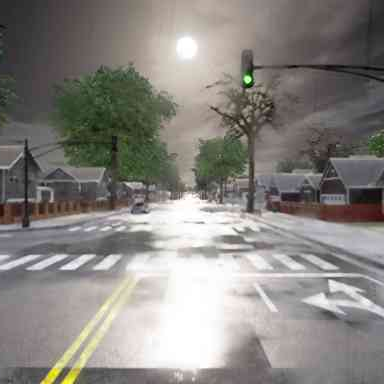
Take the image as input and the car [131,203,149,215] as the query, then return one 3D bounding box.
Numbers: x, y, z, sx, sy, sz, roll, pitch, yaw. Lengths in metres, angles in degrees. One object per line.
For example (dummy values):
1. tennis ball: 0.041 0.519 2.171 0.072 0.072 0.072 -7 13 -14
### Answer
1. car: -6.520 2.073 42.077 1.812 1.442 4.674 0 0 0
